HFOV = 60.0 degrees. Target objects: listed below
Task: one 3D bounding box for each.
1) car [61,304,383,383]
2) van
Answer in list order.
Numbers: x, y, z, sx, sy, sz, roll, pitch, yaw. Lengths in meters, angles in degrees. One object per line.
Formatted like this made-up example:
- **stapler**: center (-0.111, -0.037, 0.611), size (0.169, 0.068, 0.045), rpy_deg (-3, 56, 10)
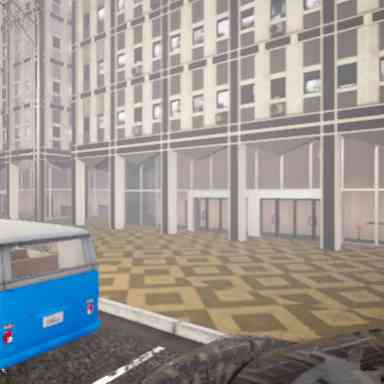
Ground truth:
- **car**: center (1.424, 1.567, 1.863), size (4.313, 1.339, 1.947), rpy_deg (0, 0, 35)
- **van**: center (-3.211, 1.327, 5.169), size (3.998, 1.788, 1.690), rpy_deg (0, 0, 35)
